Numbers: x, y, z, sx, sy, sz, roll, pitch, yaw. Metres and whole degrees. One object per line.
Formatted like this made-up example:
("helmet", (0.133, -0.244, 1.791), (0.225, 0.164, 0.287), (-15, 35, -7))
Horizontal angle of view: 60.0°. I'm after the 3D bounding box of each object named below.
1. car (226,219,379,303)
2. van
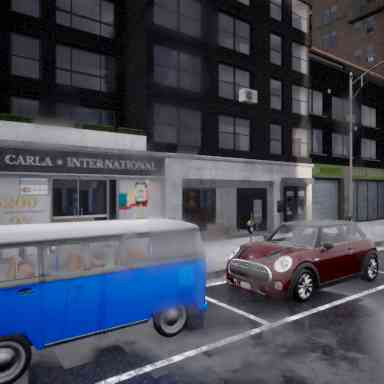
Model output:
("car", (2.751, 1.440, 8.160), (4.097, 1.590, 1.967), (0, 0, -36))
("van", (-1.651, 1.341, 5.011), (3.998, 1.788, 1.690), (0, 0, -36))
